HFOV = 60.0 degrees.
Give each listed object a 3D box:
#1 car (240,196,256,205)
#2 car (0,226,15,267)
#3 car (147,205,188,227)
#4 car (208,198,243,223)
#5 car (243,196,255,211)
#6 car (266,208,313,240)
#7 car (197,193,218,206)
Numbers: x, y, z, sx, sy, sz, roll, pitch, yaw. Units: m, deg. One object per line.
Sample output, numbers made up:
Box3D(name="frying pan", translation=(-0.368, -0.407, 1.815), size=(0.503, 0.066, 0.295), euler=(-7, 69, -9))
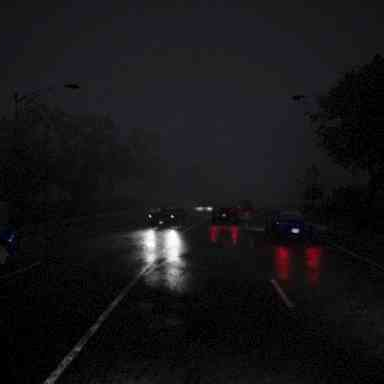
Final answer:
Box3D(name="car", translation=(10.481, 1.520, 61.967), size=(1.812, 1.442, 4.674), euler=(0, 0, 25))
Box3D(name="car", translation=(-6.690, 1.457, 8.546), size=(1.882, 1.535, 5.008), euler=(0, 0, 4))
Box3D(name="car", translation=(-1.578, 1.584, 22.876), size=(1.895, 1.301, 4.718), euler=(0, 0, 9))
Box3D(name="car", translation=(2.676, 1.473, 25.619), size=(1.882, 1.535, 5.008), euler=(0, 0, 10))
Box3D(name="car", translation=(6.673, 1.490, 41.761), size=(2.128, 1.511, 4.902), euler=(0, 0, 17))
Box3D(name="car", translation=(4.847, 1.531, 16.950), size=(1.812, 1.442, 4.674), euler=(0, 0, 7))
Box3D(name="car", translation=(2.613, 1.196, 52.234), size=(2.150, 2.045, 5.566), euler=(0, 0, 20))
